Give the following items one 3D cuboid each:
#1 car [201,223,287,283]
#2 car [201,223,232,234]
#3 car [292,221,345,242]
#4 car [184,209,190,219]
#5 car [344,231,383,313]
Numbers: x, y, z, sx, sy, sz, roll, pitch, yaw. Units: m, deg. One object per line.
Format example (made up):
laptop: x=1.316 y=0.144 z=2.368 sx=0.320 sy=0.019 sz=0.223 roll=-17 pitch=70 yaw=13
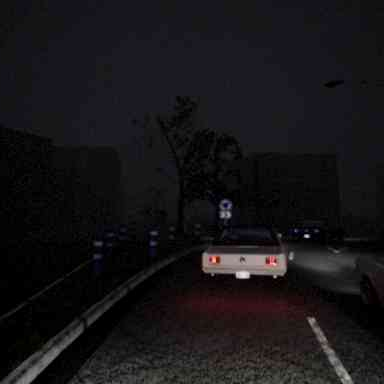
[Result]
car: x=1.597 y=1.562 z=9.441 sx=1.895 sy=1.301 sz=4.718 roll=-1 pitch=-1 yaw=13
car: x=3.310 y=4.953 z=45.786 sx=1.812 sy=1.442 sz=4.674 roll=3 pitch=-6 yaw=-32
car: x=8.330 y=2.526 z=21.543 sx=1.895 sy=1.301 sz=4.718 roll=-5 pitch=-8 yaw=41
car: x=-2.357 y=5.690 z=80.715 sx=2.128 sy=1.511 sz=4.902 roll=0 pitch=0 yaw=4
car: x=3.879 y=1.530 z=4.452 sx=1.895 sy=1.301 sz=4.718 roll=-1 pitch=1 yaw=7
